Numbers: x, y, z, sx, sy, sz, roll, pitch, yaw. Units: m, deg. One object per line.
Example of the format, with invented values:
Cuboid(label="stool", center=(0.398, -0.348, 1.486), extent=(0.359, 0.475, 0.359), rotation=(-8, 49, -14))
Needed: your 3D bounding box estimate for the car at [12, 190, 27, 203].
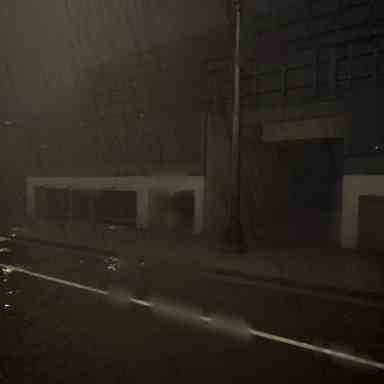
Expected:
Cuboid(label="car", center=(-23.482, 0.471, 49.209), extent=(2.150, 2.045, 5.566), rotation=(2, 1, 36))
